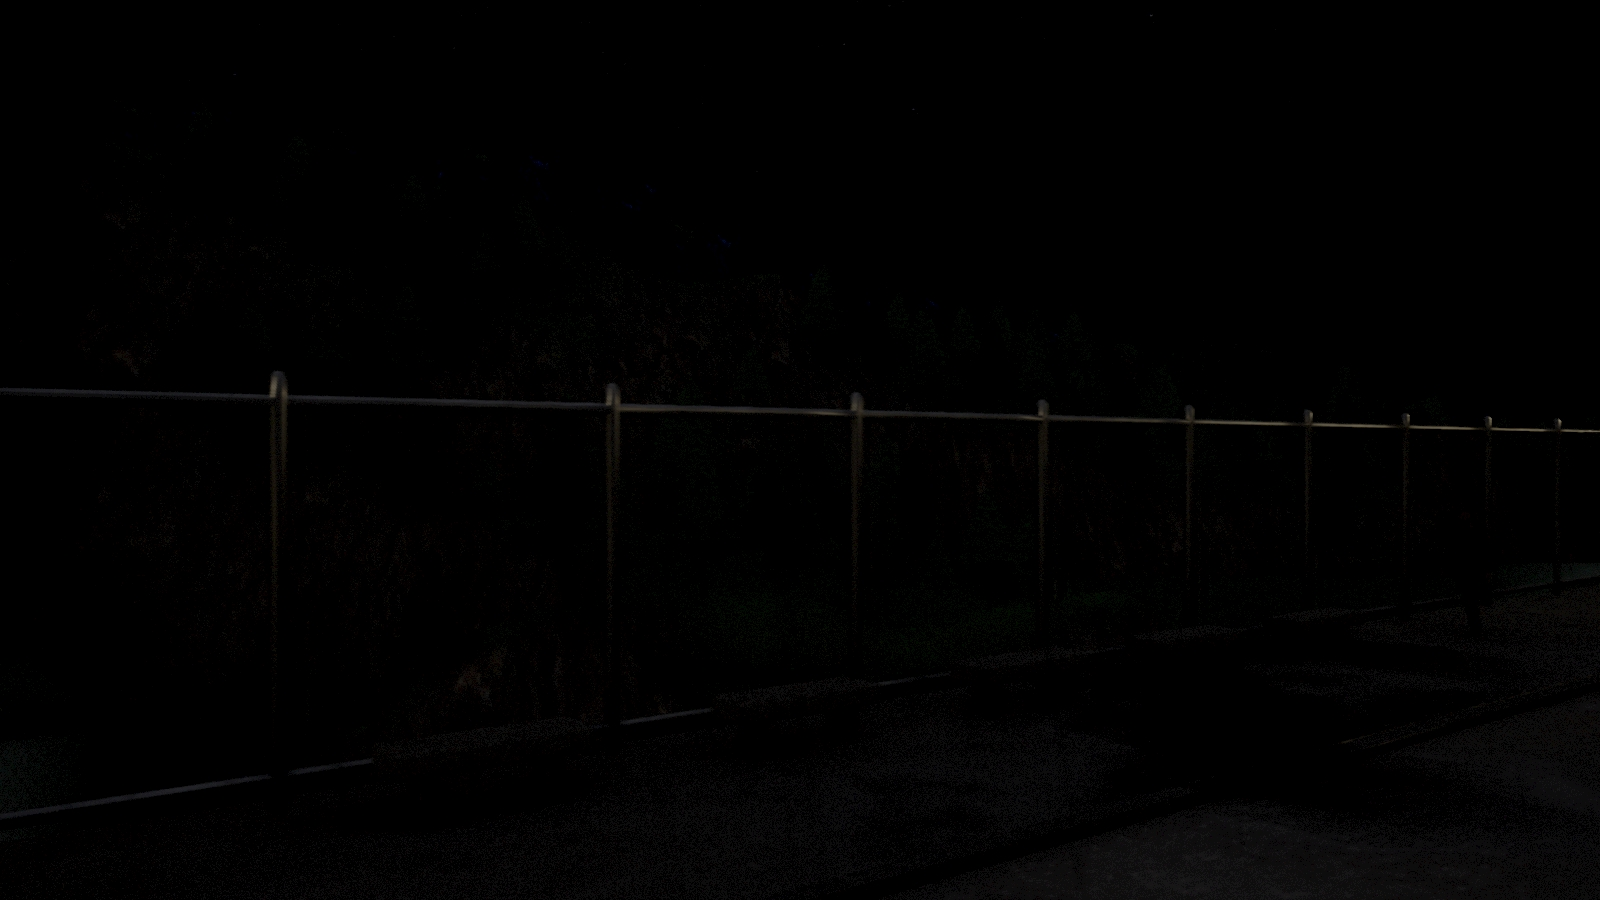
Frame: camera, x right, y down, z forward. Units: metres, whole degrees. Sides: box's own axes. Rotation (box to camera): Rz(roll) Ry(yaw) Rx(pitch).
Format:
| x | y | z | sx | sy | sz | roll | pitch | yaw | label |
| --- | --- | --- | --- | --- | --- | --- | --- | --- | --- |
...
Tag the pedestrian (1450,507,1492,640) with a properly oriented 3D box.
| x | y | z | sx | sy | sz | roll | pitch | yaw | label |
| --- | --- | --- | --- | --- | --- | --- | --- | --- | --- |
| 9.604 | 1.754 | 16.358 | 0.375 | 1.860 | 0.375 | 0 | 0 | -31 | pedestrian |
